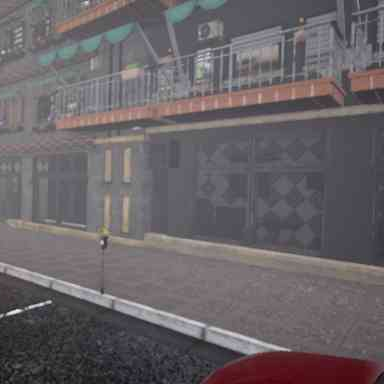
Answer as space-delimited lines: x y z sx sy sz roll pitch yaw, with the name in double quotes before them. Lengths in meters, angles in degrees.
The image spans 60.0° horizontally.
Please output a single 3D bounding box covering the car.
"car" 1.824 1.597 1.562 4.206 1.307 1.802 2 2 36
